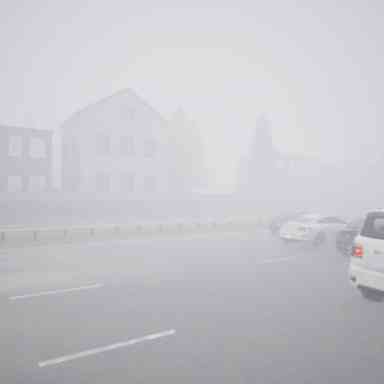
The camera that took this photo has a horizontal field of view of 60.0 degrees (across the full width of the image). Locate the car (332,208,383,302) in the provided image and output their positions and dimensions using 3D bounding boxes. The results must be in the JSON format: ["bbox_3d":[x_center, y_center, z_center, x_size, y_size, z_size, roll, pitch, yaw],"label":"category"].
[{"bbox_3d":[5.792,1.337,7.327,5.566,2.045,2.150,1,-1,-33],"label":"car"}]

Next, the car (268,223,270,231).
[{"bbox_3d":[6.687,1.865,20.430,4.181,1.385,1.994,1,-1,-33],"label":"car"}]

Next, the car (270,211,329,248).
[{"bbox_3d":[6.192,1.763,15.950,4.674,1.442,1.812,1,-1,-33],"label":"car"}]

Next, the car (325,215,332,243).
[{"bbox_3d":[7.445,1.697,12.574,4.892,1.490,1.837,1,-1,-33],"label":"car"}]
